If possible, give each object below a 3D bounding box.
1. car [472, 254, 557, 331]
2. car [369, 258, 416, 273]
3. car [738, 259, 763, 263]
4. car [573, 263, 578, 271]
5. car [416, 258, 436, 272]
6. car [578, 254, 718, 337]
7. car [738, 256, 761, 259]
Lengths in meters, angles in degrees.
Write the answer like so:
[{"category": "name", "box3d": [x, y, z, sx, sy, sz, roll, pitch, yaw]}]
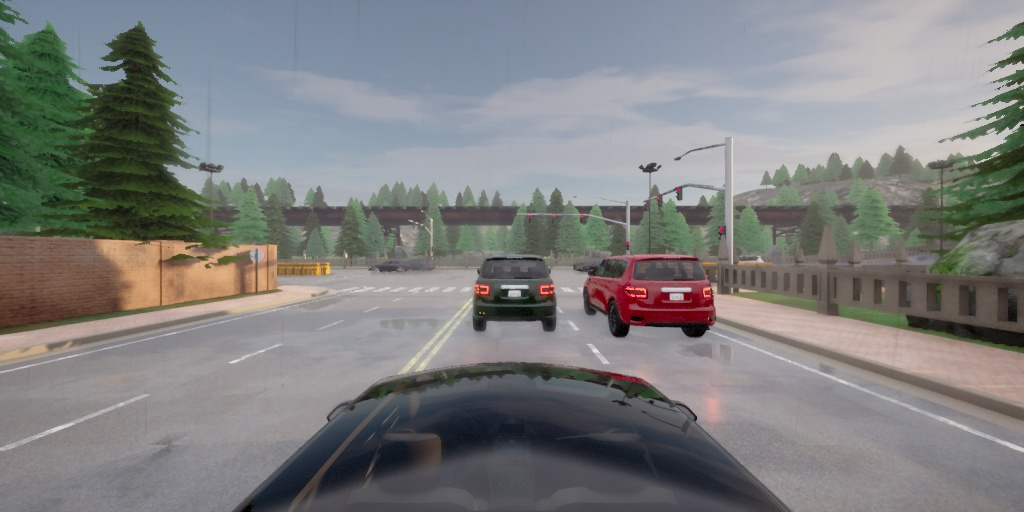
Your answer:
[{"category": "car", "box3d": [0.069, 0.971, 11.086, 2.150, 2.045, 5.566, 0, 0, 0]}, {"category": "car", "box3d": [-14.304, 1.257, 42.335, 4.892, 1.490, 1.837, 1, 0, 0]}, {"category": "car", "box3d": [26.587, 1.350, 42.117, 4.718, 1.301, 1.895, 0, 0, 0]}, {"category": "car", "box3d": [9.991, 1.298, 42.202, 5.357, 1.411, 2.033, 0, 0, 0]}, {"category": "car", "box3d": [-12.500, 1.297, 45.825, 5.357, 1.411, 2.033, 0, 0, 0]}, {"category": "car", "box3d": [3.569, 0.971, 10.409, 2.150, 2.045, 5.566, 0, 0, 0]}, {"category": "car", "box3d": [28.856, 0.971, 45.609, 5.566, 2.045, 2.150, 0, 0, 0]}]
